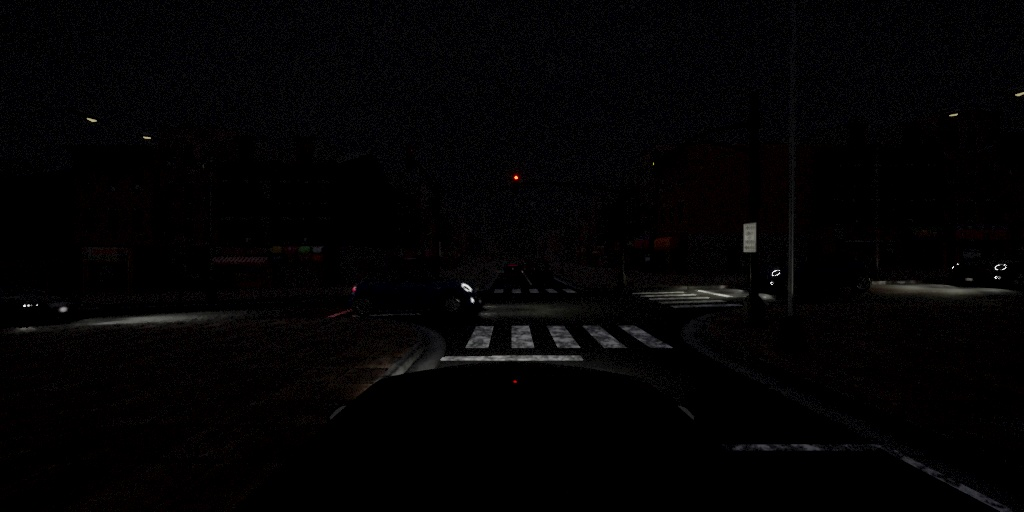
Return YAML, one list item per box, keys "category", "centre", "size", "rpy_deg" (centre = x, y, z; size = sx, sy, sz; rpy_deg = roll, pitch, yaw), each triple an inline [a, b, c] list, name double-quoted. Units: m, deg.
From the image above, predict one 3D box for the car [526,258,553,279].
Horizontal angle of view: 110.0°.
- category: "car"
  centre: [2.632, 1.225, 33.158]
  size: [1.967, 1.591, 4.097]
  rpy_deg: [0, 0, 0]

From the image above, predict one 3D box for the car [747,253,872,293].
- category: "car"
  centre: [13.358, 0.685, 16.349]
  size: [4.553, 1.767, 2.097]
  rpy_deg: [-1, 0, 1]

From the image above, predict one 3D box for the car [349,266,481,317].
- category: "car"
  centre: [-3.466, 1.162, 13.350]
  size: [4.553, 1.767, 2.097]
  rpy_deg: [-2, 0, 0]

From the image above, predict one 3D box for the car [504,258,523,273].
- category: "car"
  centre: [0.096, 1.288, 43.539]
  size: [1.882, 1.535, 5.008]
  rpy_deg: [0, 0, 0]

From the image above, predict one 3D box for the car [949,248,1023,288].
- category: "car"
  centre: [23.076, 0.433, 16.346]
  size: [4.553, 1.767, 2.097]
  rpy_deg: [-1, 0, 0]

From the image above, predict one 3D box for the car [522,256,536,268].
- category: "car"
  centre: [2.971, 1.107, 64.391]
  size: [2.150, 2.045, 5.566]
  rpy_deg: [0, 0, 0]

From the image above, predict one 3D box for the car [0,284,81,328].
- category: "car"
  centre: [-19.130, 1.813, 13.314]
  size: [4.902, 1.511, 2.128]
  rpy_deg: [-2, 0, 0]

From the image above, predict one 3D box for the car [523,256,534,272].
- category: "car"
  centre: [2.631, 1.112, 38.560]
  size: [2.192, 1.841, 5.009]
  rpy_deg: [0, 0, 0]
